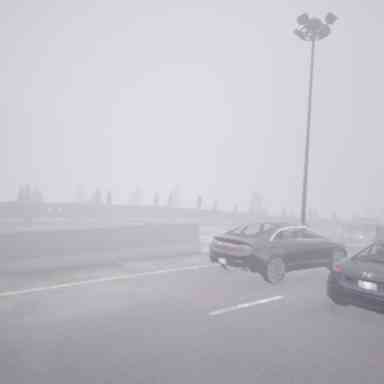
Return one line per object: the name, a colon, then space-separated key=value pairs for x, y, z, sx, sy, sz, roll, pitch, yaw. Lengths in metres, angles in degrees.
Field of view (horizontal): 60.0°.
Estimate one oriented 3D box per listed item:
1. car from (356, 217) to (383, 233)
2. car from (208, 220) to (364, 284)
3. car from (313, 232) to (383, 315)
car: x=21.215 y=4.054 z=40.586 sx=5.566 sy=2.045 sz=2.150 roll=7 pitch=-4 yaw=-35
car: x=2.767 y=1.657 z=10.019 sx=4.902 sy=1.511 sz=2.128 roll=3 pitch=-1 yaw=-35
car: x=4.806 y=1.729 z=7.173 sx=4.181 sy=1.385 sz=1.994 roll=2 pitch=-1 yaw=-35
